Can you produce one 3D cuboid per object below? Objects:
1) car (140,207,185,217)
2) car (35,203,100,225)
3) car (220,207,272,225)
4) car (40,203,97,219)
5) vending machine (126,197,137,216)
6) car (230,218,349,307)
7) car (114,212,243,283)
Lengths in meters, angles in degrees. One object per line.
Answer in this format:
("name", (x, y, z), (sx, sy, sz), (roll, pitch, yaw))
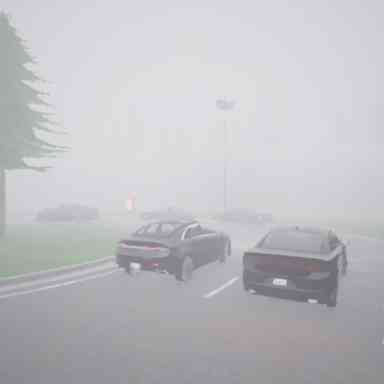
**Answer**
("car", (-2.088, 1.909, 27.353), (4.718, 1.301, 1.895), (0, -1, 37))
("car", (-9.788, 1.745, 26.236), (4.902, 1.511, 2.128), (0, -1, 6))
("car", (3.918, 1.876, 26.346), (2.033, 1.411, 5.357), (1, -1, -37))
("car", (-12.151, 1.826, 32.989), (4.892, 1.490, 1.837), (1, -2, -2))
("vending machine", (-6.711, 1.591, 37.055), (0.880, 2.100, 1.100), (0, -1, 9))
("car", (2.823, 1.593, 8.510), (1.882, 1.535, 5.008), (1, 0, 28))
("car", (-0.306, 1.610, 10.250), (2.128, 1.511, 4.902), (0, -1, 26))
